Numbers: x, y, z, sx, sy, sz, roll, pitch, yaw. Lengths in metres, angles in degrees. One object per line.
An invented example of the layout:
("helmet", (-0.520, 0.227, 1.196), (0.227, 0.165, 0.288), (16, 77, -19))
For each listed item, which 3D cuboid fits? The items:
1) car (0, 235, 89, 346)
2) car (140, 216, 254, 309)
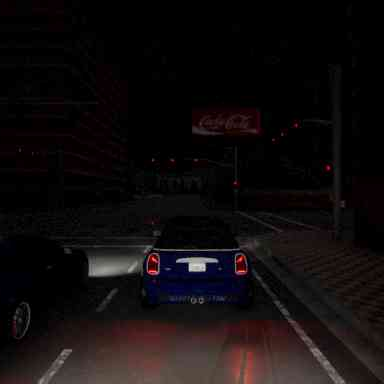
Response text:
("car", (-3.418, 1.526, 6.224), (1.812, 1.442, 4.674), (0, 0, 0))
("car", (0.089, 1.352, 8.018), (2.097, 1.767, 4.553), (0, 0, 0))
